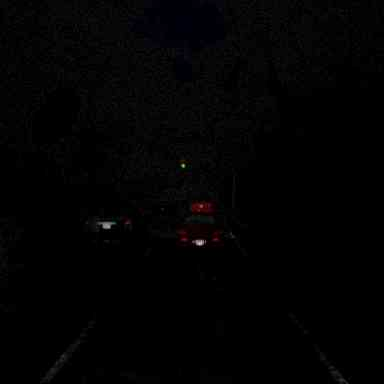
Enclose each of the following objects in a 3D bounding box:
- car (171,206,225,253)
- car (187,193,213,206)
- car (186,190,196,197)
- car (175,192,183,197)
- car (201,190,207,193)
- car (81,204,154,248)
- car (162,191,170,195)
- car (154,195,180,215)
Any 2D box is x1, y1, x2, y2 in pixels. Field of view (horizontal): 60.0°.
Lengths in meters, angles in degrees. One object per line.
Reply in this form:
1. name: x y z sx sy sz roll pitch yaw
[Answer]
1. car: 0.309 1.484 13.296 1.812 1.442 4.674 0 0 1
2. car: 0.879 1.256 30.867 2.097 1.767 4.553 0 0 2
3. car: -0.392 0.835 85.212 2.128 1.511 4.902 0 3 2
4. car: -3.644 0.650 91.007 2.128 1.511 4.902 0 3 2
5. car: 3.104 0.812 85.059 1.837 1.490 4.892 0 3 2
6. car: -3.158 1.305 14.653 2.097 1.767 4.553 0 0 1
7. car: -7.141 0.601 91.156 1.882 1.535 5.008 0 3 2
8. car: -2.564 1.375 32.384 1.882 1.535 5.008 0 0 2
